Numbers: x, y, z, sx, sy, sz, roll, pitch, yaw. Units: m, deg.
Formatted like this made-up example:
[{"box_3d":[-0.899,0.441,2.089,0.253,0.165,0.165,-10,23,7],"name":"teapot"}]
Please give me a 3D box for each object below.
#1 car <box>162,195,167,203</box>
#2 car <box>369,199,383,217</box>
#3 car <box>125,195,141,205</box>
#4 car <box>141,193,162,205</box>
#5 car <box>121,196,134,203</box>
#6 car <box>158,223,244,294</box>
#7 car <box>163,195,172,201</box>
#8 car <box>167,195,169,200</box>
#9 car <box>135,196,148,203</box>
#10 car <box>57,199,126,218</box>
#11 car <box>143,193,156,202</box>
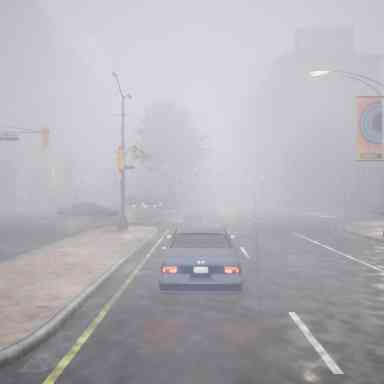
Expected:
[{"box_3d":[-6.799,1.352,66.744,2.097,1.767,4.553,0,0,1],"name":"car"},{"box_3d":[18.415,1.547,28.860,5.357,1.411,2.033,0,0,1],"name":"car"},{"box_3d":[-10.515,1.352,57.850,2.097,1.767,4.553,0,0,1],"name":"car"},{"box_3d":[-7.015,1.352,57.972,2.097,1.767,4.553,0,0,1],"name":"car"},{"box_3d":[-13.464,1.595,69.814,1.895,1.301,4.718,0,0,1],"name":"car"},{"box_3d":[0.229,1.547,8.920,2.033,1.411,5.357,0,0,1],"name":"car"},{"box_3d":[-6.400,1.478,86.611,1.882,1.535,5.008,0,0,1],"name":"car"},{"box_3d":[-6.588,1.525,76.518,2.128,1.511,4.902,0,0,1],"name":"car"},{"box_3d":[-10.254,1.505,68.025,1.837,1.490,4.892,0,0,1],"name":"car"},{"box_3d":[-8.940,1.547,29.217,5.357,1.411,2.033,0,0,1],"name":"car"},{"box_3d":[-10.048,1.225,78.710,2.150,2.045,5.566,0,0,1],"name":"car"}]
